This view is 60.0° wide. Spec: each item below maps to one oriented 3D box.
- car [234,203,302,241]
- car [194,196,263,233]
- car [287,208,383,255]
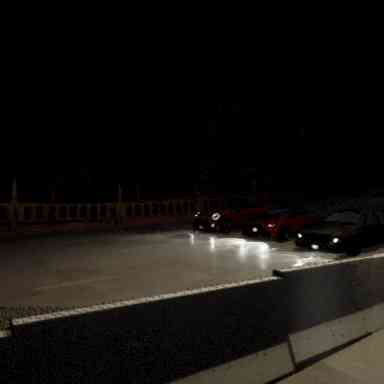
[{"bbox_3d":[4.369,1.375,15.707,4.181,1.385,1.994,-3,2,-35],"label":"car"},{"bbox_3d":[2.273,1.165,18.511,4.553,1.767,2.097,-3,2,-35],"label":"car"},{"bbox_3d":[6.308,1.362,12.792,5.357,1.411,2.033,-3,2,-35],"label":"car"}]
